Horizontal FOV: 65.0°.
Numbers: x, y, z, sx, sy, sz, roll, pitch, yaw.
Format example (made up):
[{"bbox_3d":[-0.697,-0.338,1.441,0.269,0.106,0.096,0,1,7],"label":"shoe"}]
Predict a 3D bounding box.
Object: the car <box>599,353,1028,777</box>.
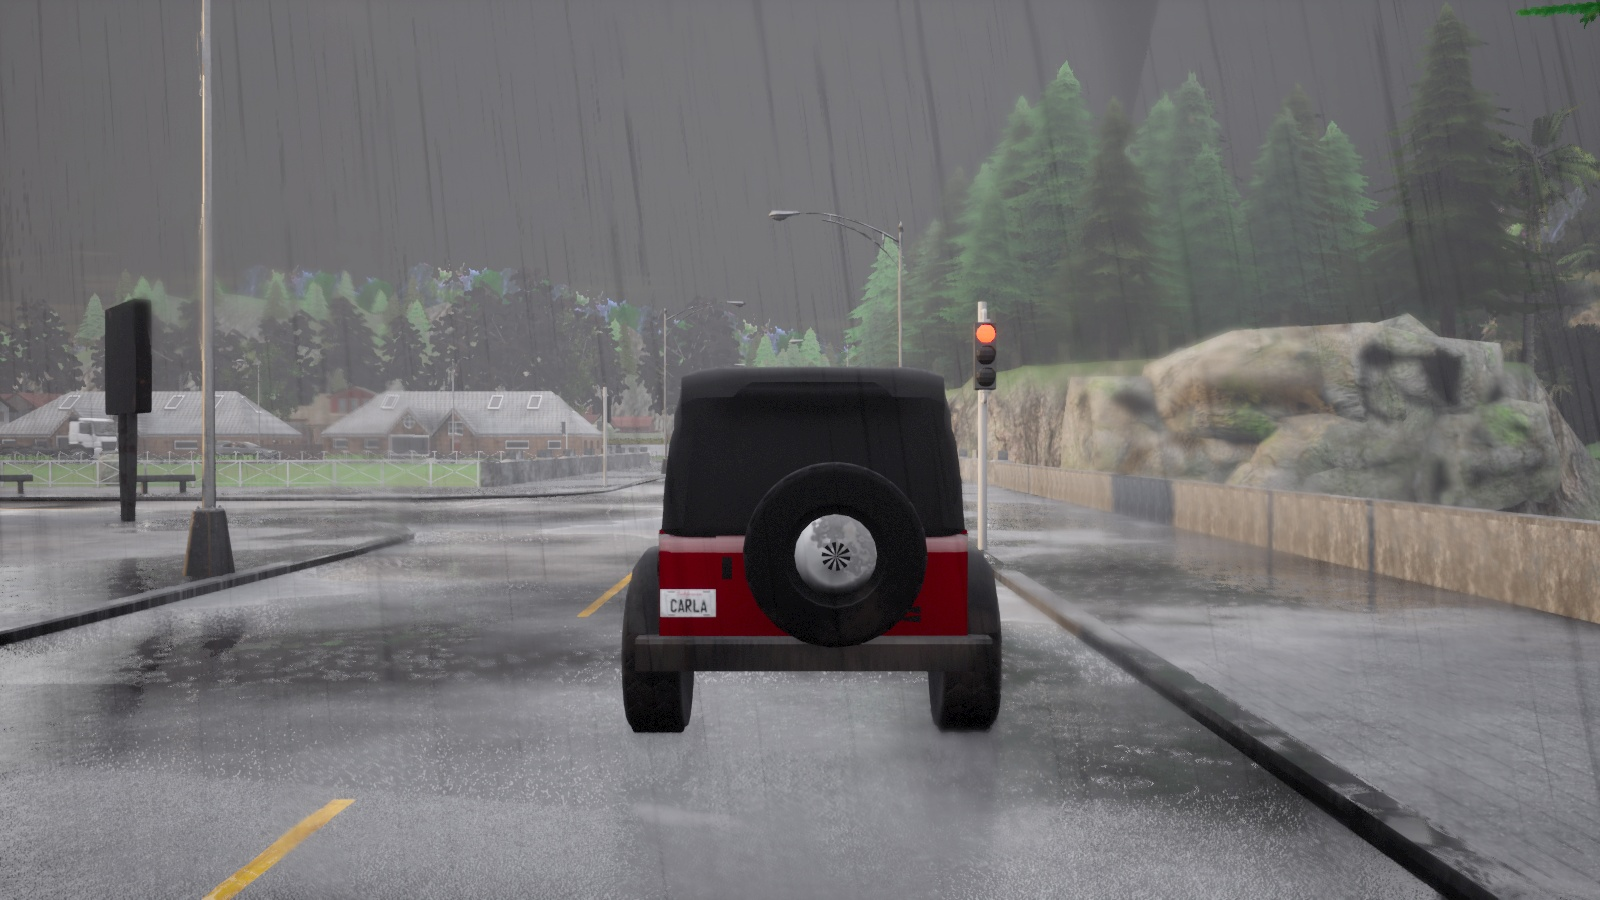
[{"bbox_3d":[0.062,0.500,7.508,1.905,1.878,3.866,0,0,0],"label":"car"}]
